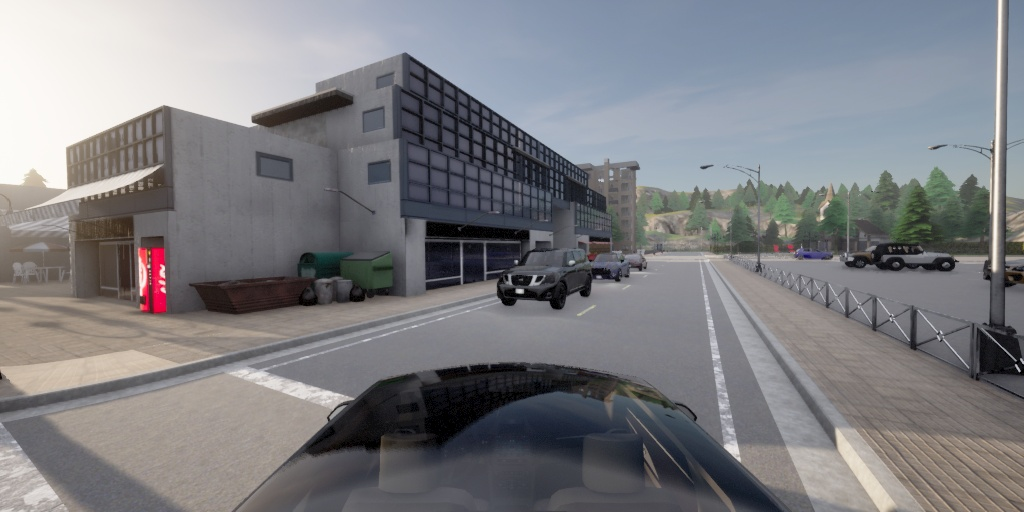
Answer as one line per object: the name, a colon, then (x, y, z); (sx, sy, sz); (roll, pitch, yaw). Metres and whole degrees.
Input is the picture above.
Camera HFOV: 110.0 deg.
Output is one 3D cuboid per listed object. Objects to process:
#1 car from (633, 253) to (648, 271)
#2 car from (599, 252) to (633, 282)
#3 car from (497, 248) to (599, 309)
car: (10.754, 0.494, 31.724); (1.812, 1.442, 4.674); (0, 1, 28)
car: (6.041, 0.583, 22.642); (2.097, 1.767, 4.553); (0, 1, 27)
car: (1.515, 0.705, 13.909); (2.150, 2.045, 5.566); (0, 1, 27)
